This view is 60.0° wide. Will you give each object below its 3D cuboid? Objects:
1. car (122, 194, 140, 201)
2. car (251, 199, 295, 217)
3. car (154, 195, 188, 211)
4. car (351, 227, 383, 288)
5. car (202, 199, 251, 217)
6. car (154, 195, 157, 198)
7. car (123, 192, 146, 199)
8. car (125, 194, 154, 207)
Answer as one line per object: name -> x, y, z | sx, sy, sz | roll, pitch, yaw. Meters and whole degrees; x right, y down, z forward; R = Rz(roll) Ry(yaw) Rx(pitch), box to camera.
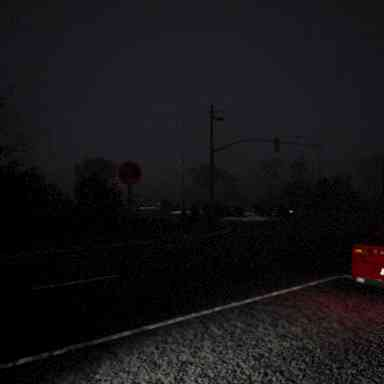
car -> -12.748, 1.097, 69.129 | 1.812, 1.442, 4.674 | 0, 1, -37
car -> 7.484, 1.477, 31.512 | 1.837, 1.490, 4.892 | 2, -1, -32
car -> -2.344, 1.473, 40.060 | 1.837, 1.490, 4.892 | 0, 0, -32
car -> 5.823, 1.467, 8.300 | 5.008, 1.535, 1.882 | 0, 0, -41
car -> 2.923, 1.454, 31.705 | 1.882, 1.535, 5.008 | 0, 0, -33
car -> -6.878, 1.259, 60.636 | 2.128, 1.511, 4.902 | 0, 1, -33
car -> -9.785, 0.994, 58.662 | 2.150, 2.045, 5.566 | 0, 1, -33
car -> -7.670, 1.430, 48.489 | 1.812, 1.442, 4.674 | 0, 1, -32
